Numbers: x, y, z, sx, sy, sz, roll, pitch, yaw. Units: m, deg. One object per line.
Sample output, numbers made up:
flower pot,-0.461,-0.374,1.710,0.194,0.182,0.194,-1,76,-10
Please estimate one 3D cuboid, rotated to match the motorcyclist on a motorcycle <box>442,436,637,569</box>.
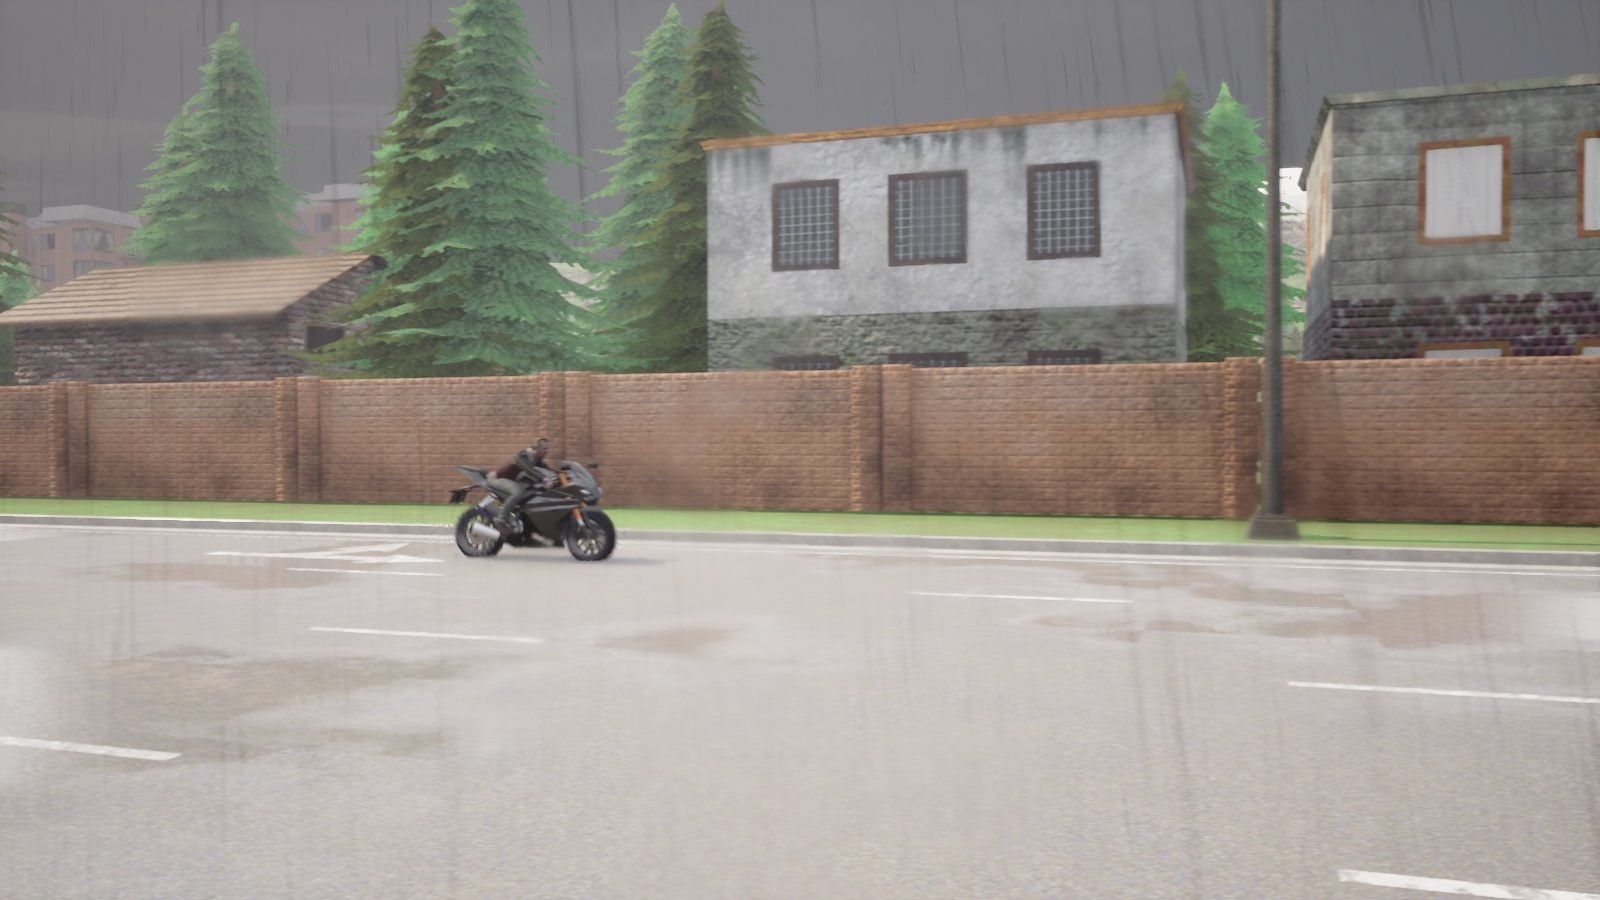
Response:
motorcyclist on a motorcycle,-3.181,0.604,15.341,2.191,1.530,0.866,1,1,19
